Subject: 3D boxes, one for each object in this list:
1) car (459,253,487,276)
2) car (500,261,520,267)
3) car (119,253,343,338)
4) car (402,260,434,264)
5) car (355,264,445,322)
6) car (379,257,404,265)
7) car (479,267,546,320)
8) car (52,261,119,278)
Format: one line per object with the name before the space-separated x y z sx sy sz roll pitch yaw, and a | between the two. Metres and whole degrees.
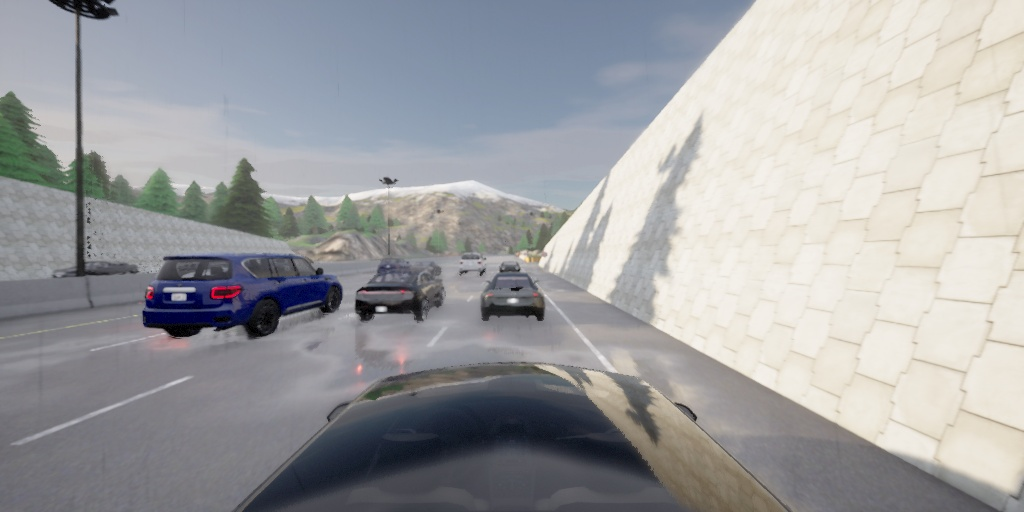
car | -3.673 0.756 34.170 2.150 2.045 5.566 0 0 0
car | -0.166 1.130 33.641 1.895 1.301 4.718 0 0 0
car | -6.964 0.930 10.157 2.150 2.045 5.566 0 0 0
car | -7.134 1.120 29.845 2.033 1.411 5.357 0 0 0
car | -3.479 1.180 11.911 2.128 1.511 4.902 0 0 0
car | -10.661 0.912 32.949 2.097 1.767 4.553 0 0 -1
car | 0.019 1.241 12.288 1.994 1.385 4.181 0 0 0
car | -31.782 1.143 27.564 2.128 1.511 4.902 0 0 0
